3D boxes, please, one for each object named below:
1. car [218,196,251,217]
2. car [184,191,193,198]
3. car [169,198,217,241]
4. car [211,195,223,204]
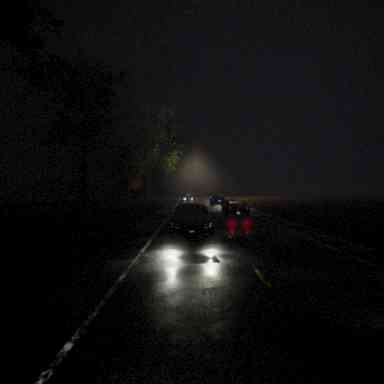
[{"bbox_3d":[3.477,1.249,27.220,1.895,1.301,4.718,0,1,0],"label":"car"},{"bbox_3d":[-0.845,0.577,75.216,1.812,1.442,4.674,0,0,-1],"label":"car"},{"bbox_3d":[-0.023,1.270,15.735,1.882,1.535,5.008,0,1,0],"label":"car"},{"bbox_3d":[3.309,1.019,42.403,1.994,1.385,4.181,0,1,0],"label":"car"}]
